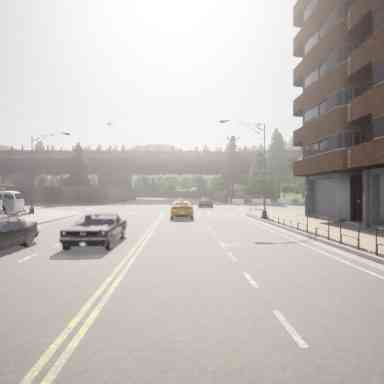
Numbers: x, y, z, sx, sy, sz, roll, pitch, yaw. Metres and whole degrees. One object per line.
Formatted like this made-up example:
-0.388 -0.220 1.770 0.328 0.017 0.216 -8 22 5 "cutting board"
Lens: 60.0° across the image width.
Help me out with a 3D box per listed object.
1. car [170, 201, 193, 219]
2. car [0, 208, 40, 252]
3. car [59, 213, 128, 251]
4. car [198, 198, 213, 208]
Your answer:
-0.882 1.478 28.756 1.882 1.535 5.008 0 0 -2 "car"
-7.478 1.547 12.198 2.033 1.411 5.357 0 0 -2 "car"
-4.053 1.601 14.338 1.895 1.301 4.718 0 0 -2 "car"
1.914 1.530 48.381 1.994 1.385 4.181 0 0 -2 "car"
